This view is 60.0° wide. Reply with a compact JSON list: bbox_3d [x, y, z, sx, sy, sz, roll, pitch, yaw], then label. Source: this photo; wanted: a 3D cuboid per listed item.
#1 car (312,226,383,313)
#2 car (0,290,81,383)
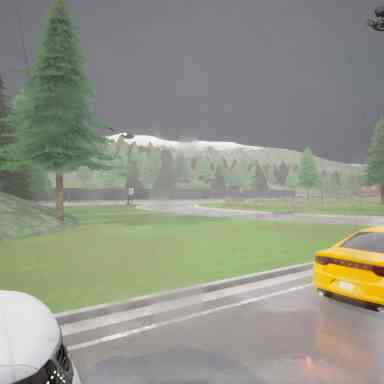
[{"bbox_3d":[4.700,1.478,7.206,5.008,1.535,1.882,0,0,-35],"label":"car"},{"bbox_3d":[-3.344,1.221,1.363,5.566,2.045,2.150,0,0,-35],"label":"car"}]
